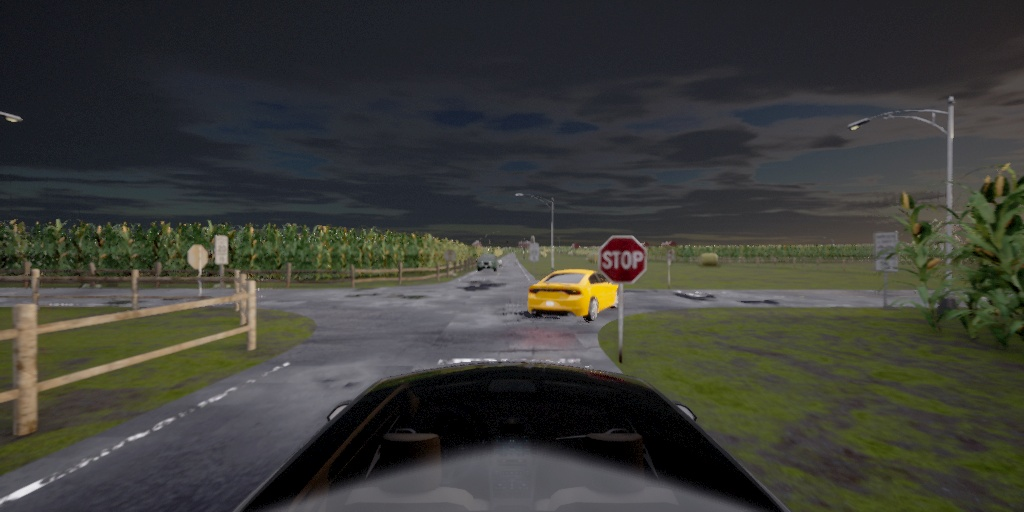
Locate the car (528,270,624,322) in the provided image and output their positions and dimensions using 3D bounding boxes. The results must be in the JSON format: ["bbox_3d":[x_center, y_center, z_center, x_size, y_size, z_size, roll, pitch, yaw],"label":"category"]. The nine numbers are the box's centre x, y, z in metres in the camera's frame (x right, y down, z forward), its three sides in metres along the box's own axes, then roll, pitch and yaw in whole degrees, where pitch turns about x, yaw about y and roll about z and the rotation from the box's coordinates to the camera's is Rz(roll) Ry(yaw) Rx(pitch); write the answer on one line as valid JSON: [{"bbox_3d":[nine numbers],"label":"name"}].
[{"bbox_3d":[2.339,1.206,12.341,1.882,1.535,5.008,-1,-1,30],"label":"car"}]

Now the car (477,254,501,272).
[{"bbox_3d":[-2.842,0.774,42.295,2.150,2.045,5.566,0,0,0],"label":"car"}]
